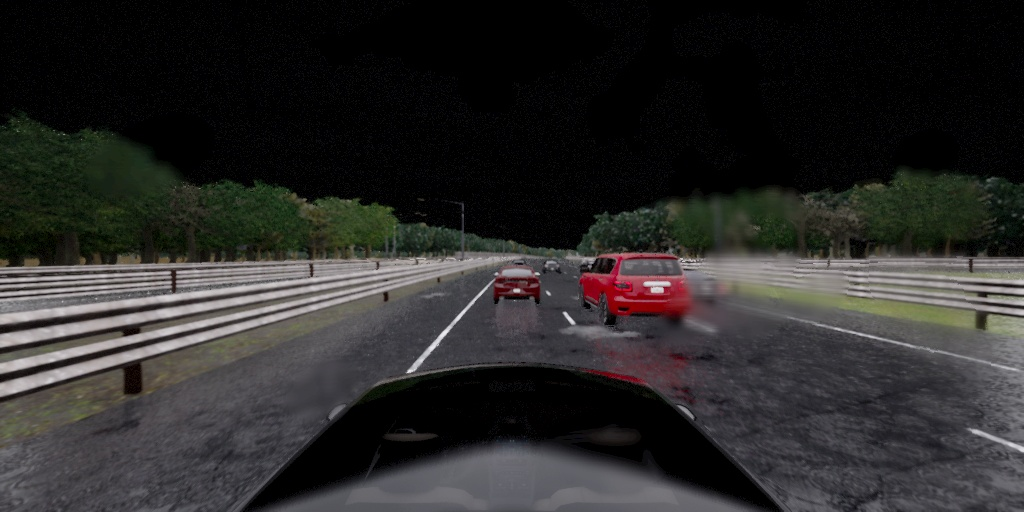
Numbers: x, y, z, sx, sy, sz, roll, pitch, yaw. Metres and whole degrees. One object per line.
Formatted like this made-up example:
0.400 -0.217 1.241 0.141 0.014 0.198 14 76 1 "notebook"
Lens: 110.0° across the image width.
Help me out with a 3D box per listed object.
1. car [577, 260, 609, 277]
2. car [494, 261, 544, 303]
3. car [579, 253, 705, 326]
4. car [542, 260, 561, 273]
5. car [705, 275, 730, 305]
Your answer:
7.624 1.134 34.254 2.128 1.511 4.902 0 0 2 "car"
0.219 1.177 16.273 1.882 1.535 5.008 0 0 1 "car"
3.661 0.937 11.656 2.150 2.045 5.566 0 0 1 "car"
4.308 1.150 39.847 1.812 1.442 4.674 0 0 2 "car"
7.209 1.251 15.681 2.033 1.411 5.357 0 0 1 "car"
